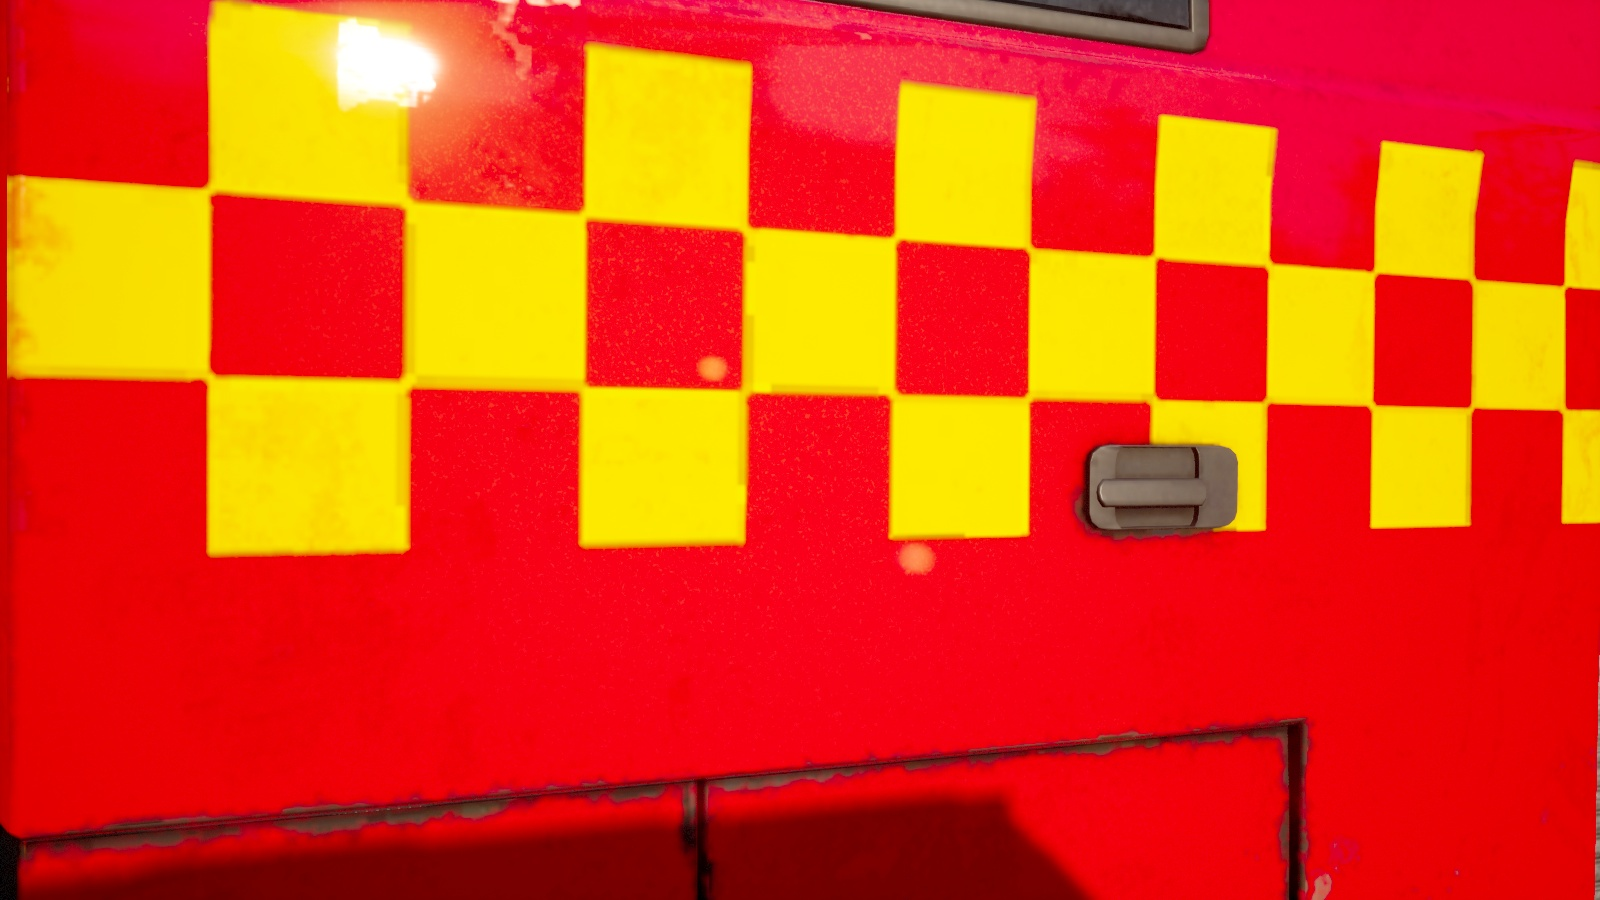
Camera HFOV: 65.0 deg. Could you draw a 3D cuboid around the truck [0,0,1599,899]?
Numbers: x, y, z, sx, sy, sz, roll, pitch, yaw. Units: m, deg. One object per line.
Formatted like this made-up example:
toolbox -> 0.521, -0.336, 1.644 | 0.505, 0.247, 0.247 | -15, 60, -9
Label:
truck -> 0.048, -0.420, 3.242 | 8.468, 3.827, 2.891 | -1, 1, -21
